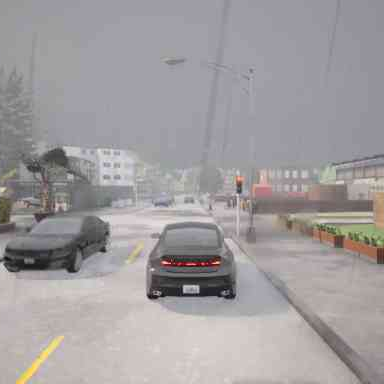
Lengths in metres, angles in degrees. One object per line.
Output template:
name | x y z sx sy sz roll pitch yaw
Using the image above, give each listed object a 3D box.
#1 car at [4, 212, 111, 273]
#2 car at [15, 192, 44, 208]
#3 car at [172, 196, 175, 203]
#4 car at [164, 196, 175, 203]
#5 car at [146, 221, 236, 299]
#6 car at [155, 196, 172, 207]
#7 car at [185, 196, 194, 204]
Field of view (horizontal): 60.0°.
car | -4.083 1.477 10.910 1.882 1.535 5.008 0 0 1
car | -20.154 0.985 42.086 1.905 1.878 3.866 0 0 34
car | -4.637 1.477 60.001 1.882 1.535 5.008 0 0 0
car | -4.665 1.525 70.431 2.128 1.511 4.902 0 0 -1
car | -0.016 1.505 8.424 1.837 1.490 4.892 0 0 0
car | -4.571 1.477 50.588 1.882 1.535 5.008 0 0 0
car | -0.524 1.491 66.118 2.128 1.511 4.902 0 0 -1
